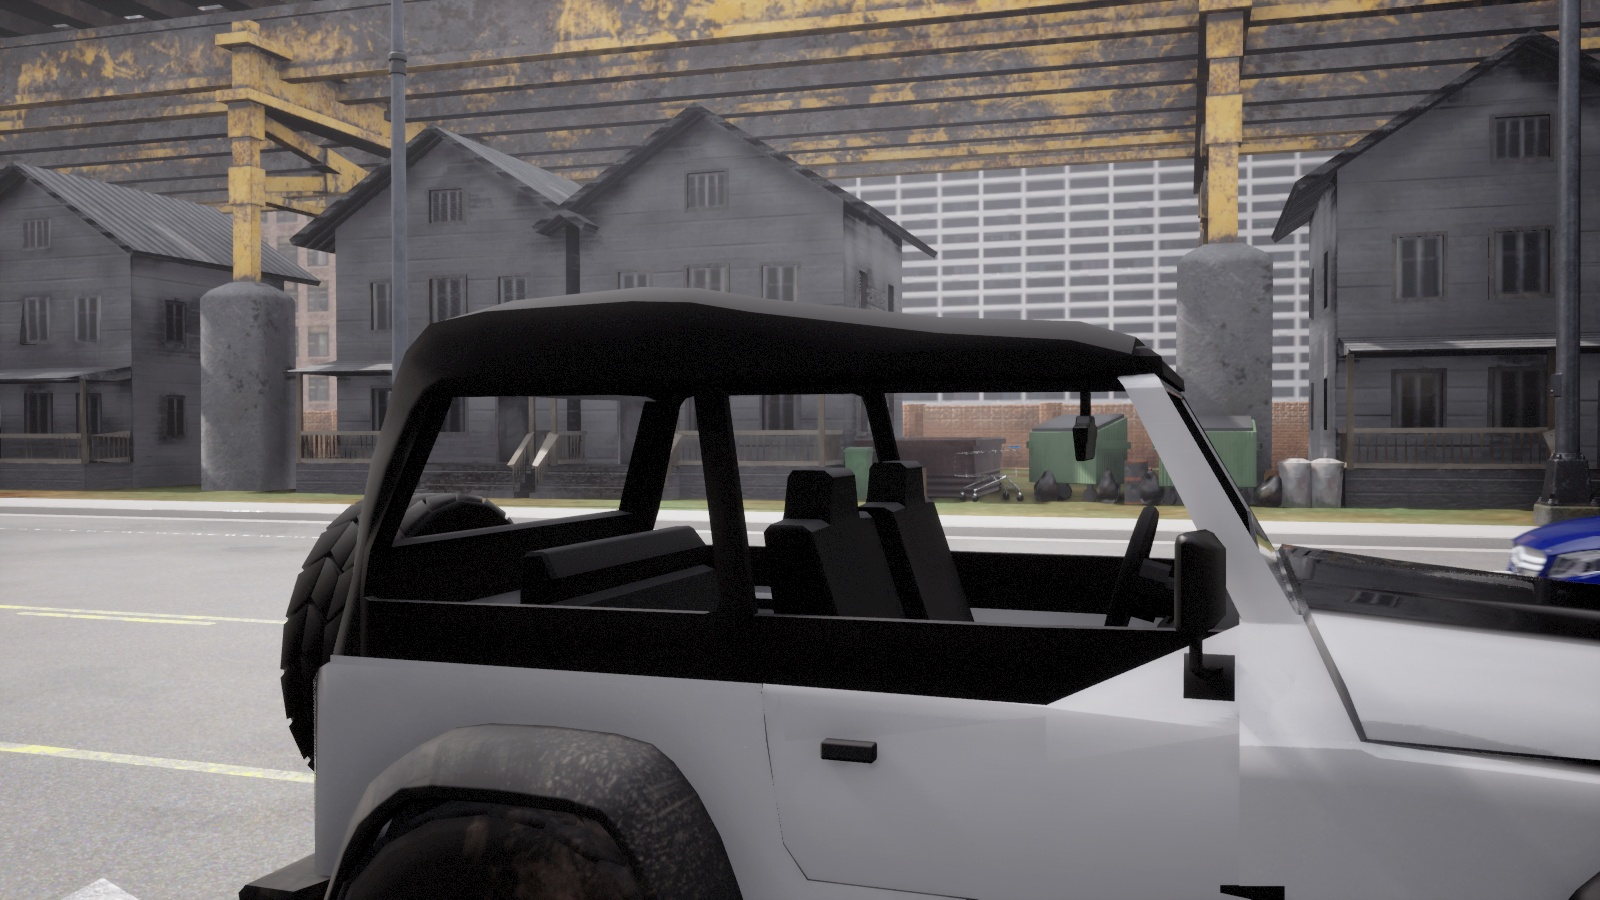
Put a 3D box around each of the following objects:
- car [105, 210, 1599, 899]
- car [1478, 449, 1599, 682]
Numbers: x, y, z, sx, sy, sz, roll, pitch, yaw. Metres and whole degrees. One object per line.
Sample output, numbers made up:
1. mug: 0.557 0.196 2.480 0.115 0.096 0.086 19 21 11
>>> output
1. car: 0.641 0.577 2.981 3.866 1.878 1.905 1 1 19
2. car: 7.201 0.749 8.154 4.674 1.442 1.812 1 1 19
